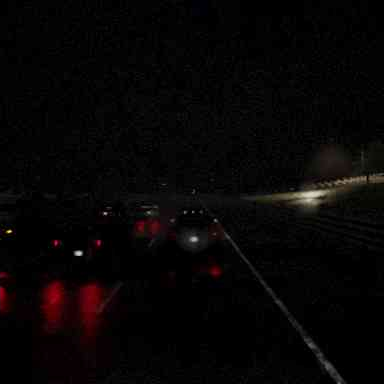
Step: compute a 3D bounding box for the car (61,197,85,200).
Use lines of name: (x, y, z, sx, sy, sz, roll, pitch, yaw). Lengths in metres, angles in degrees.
car: (-17.421, 1.413, 50.451, 2.033, 1.411, 5.357, 0, 0, 1)

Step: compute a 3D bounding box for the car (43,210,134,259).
car: (-3.430, 1.569, 12.338, 1.895, 1.301, 4.718, 0, 0, 1)

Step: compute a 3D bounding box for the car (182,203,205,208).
car: (0.116, 1.528, 27.314, 1.895, 1.301, 4.718, 0, 0, 1)

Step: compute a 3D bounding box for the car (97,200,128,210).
car: (-6.866, 1.430, 28.896, 1.837, 1.490, 4.892, 0, 1, 1)

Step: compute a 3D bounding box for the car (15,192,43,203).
car: (-24.412, 1.087, 50.398, 2.150, 2.045, 5.566, 0, 0, 1)

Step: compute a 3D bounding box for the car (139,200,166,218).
car: (-3.369, 1.416, 28.773, 2.128, 1.511, 4.902, 0, 0, 1)

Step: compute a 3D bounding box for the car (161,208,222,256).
car: (0.077, 1.529, 12.888, 1.994, 1.385, 4.181, 0, 0, 0)

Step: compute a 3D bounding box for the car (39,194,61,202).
car: (-20.917, 1.391, 50.459, 1.812, 1.442, 4.674, 0, 0, 1)

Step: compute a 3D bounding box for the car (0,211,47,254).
car: (-6.922, 1.492, 13.269, 1.812, 1.442, 4.674, 0, -1, 0)
